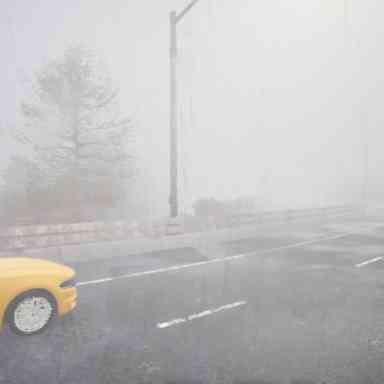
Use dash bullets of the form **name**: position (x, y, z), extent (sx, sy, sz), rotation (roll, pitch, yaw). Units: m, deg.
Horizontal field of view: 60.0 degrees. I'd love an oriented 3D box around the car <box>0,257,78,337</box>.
- **car**: position (-4.360, 1.524, 5.067), extent (5.008, 1.535, 1.882), rotation (0, 0, -35)
